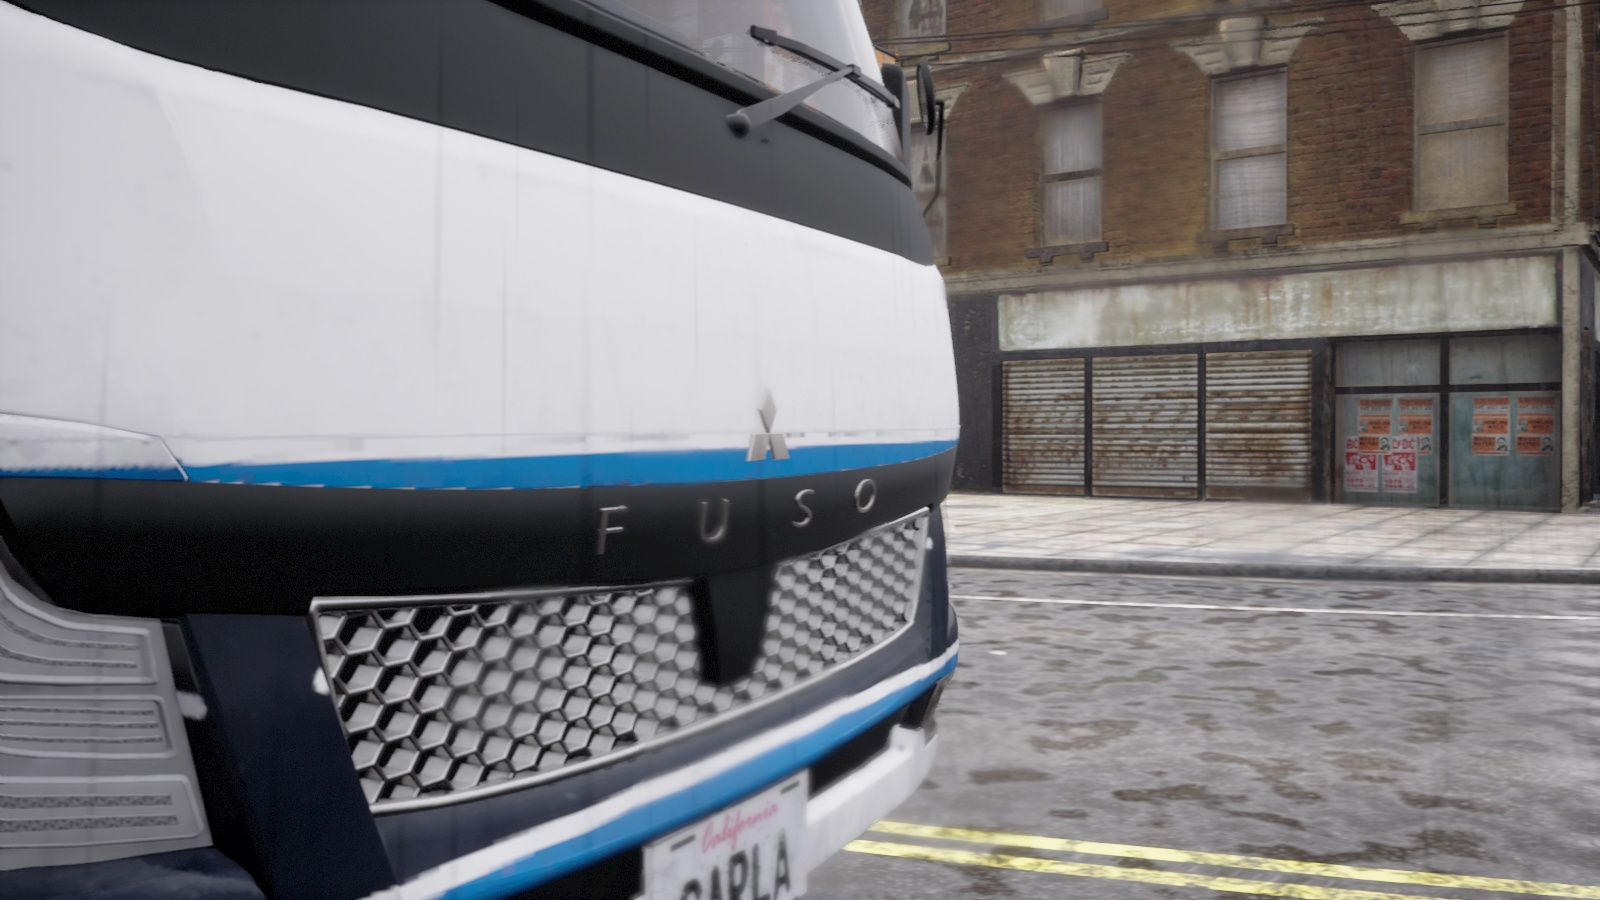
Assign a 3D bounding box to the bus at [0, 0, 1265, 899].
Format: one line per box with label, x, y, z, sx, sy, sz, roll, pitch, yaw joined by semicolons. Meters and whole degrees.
bus;-3.987;-0.638;4.733;10.273;4.253;3.944;1;1;29
